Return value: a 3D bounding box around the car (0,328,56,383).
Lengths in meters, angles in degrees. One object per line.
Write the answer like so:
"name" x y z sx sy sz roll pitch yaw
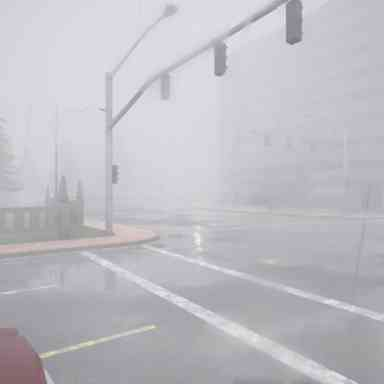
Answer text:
"car" -3.118 1.601 1.554 4.718 1.301 1.895 0 0 -35
